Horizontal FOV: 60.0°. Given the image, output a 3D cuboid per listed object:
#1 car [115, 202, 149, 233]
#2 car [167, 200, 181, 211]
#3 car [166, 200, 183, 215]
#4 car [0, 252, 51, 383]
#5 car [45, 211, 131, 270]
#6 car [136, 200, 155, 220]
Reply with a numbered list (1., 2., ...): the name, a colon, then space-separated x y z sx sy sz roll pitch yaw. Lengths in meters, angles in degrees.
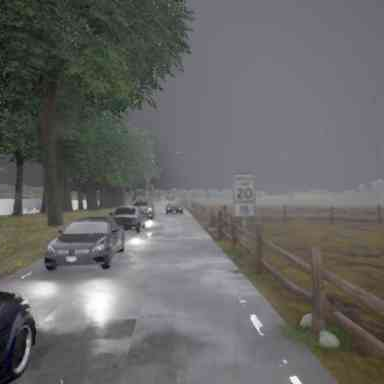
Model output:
1. car: -3.977 1.603 20.743 1.882 1.535 5.008 -1 0 -3
2. car: -2.580 1.871 48.042 1.994 1.385 4.181 -1 0 -3
3. car: -1.971 1.819 37.167 1.895 1.301 4.718 -1 0 -3
4. car: -2.931 1.599 2.662 1.994 1.385 4.181 -1 0 -4
5. car: -3.447 1.599 11.496 1.812 1.442 4.674 -1 0 -3
6. car: -4.492 1.544 30.347 2.097 1.767 4.553 -1 0 -3
